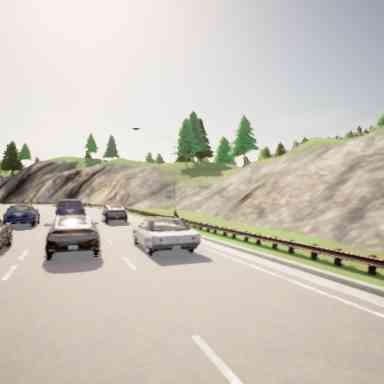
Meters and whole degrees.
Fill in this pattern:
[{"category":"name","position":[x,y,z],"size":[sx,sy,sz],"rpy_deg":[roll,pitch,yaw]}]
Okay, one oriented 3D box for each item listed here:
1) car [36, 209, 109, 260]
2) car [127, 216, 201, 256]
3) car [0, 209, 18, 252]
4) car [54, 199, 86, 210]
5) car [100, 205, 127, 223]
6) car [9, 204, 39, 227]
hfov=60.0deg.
[{"category":"car","position":[-4.801,1.671,13.404],"size":[2.128,1.511,4.902],"rpy_deg":[0,-1,-20]},{"category":"car","position":[-1.313,1.748,14.056],"size":[1.895,1.301,4.718],"rpy_deg":[0,-1,-20]},{"category":"car","position":[-8.478,1.696,13.269],"size":[1.882,1.535,5.008],"rpy_deg":[0,0,-20]},{"category":"car","position":[-9.671,1.580,26.422],"size":[2.150,2.045,5.566],"rpy_deg":[0,0,-20]},{"category":"car","position":[-6.767,1.838,28.683],"size":[2.128,1.511,4.902],"rpy_deg":[0,-1,-20]},{"category":"car","position":[-13.296,1.746,26.157],"size":[2.097,1.767,4.553],"rpy_deg":[0,-1,-20]}]
